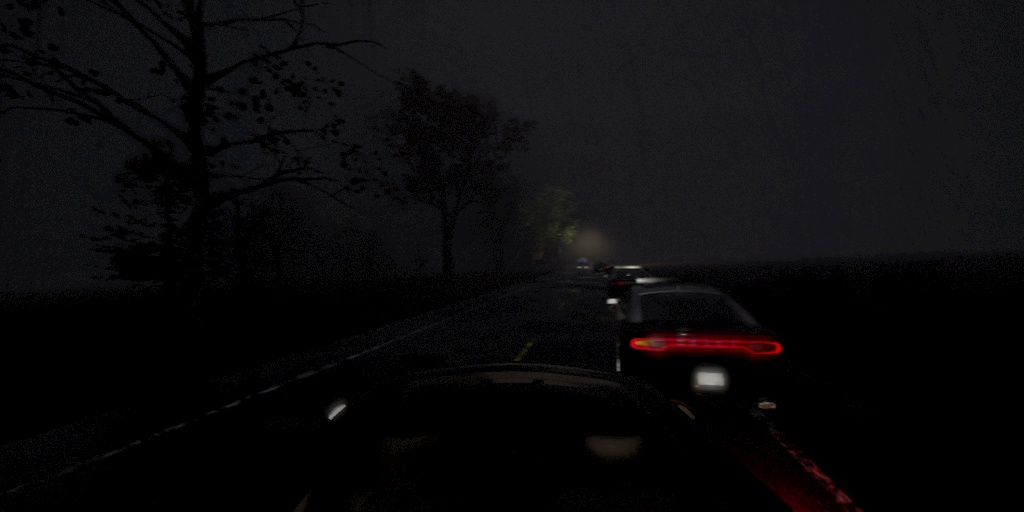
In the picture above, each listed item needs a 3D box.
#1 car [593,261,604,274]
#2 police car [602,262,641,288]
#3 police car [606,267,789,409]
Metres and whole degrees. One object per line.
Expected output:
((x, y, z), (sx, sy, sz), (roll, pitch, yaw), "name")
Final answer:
((11.059, 1.517, 44.575), (1.994, 1.385, 4.181), (-2, -1, 14), "car")
((5.222, 1.203, 16.158), (1.930, 1.638, 5.238), (-2, -1, 14), "police car")
((2.803, 1.157, 6.445), (1.930, 1.638, 5.238), (-2, -1, 14), "police car")
